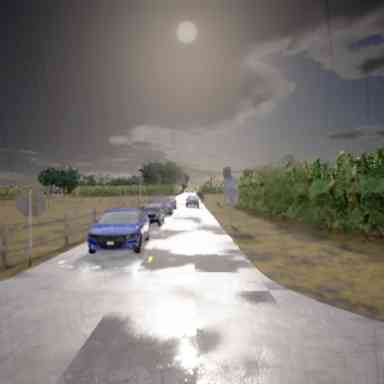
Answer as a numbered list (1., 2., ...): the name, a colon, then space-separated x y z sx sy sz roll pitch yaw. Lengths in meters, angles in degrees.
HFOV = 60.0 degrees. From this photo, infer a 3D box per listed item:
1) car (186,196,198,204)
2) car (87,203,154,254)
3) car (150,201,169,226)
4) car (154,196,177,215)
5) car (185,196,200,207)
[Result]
1. car: 0.010 1.325 56.199 1.895 1.301 4.718 0 1 0
2. car: -2.817 1.443 13.650 1.882 1.535 5.008 0 0 -2
3. car: -2.872 1.537 22.962 1.895 1.301 4.718 0 0 0
4. car: -2.871 1.250 31.948 2.097 1.767 4.553 0 0 0
5. car: 0.048 1.332 46.467 1.812 1.442 4.674 0 0 0
